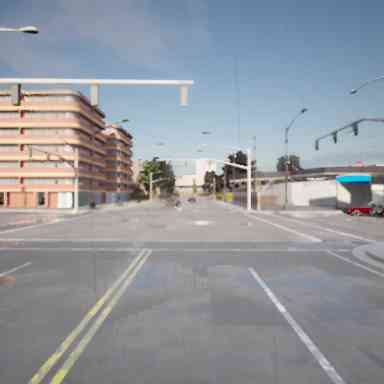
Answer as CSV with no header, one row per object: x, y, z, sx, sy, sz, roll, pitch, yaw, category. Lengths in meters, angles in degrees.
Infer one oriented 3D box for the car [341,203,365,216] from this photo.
18.007,1.800,34.159,4.718,1.301,1.895,0,0,1,car

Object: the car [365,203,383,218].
18.972,1.704,30.690,4.674,1.442,1.812,0,0,0,car

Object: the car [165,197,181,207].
-3.562,1.696,58.613,2.097,1.767,4.553,0,0,1,car

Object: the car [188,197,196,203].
-0.025,1.799,78.544,1.812,1.442,4.674,0,0,0,car

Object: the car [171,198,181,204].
-3.523,2.028,73.823,1.895,1.301,4.718,0,0,0,car
